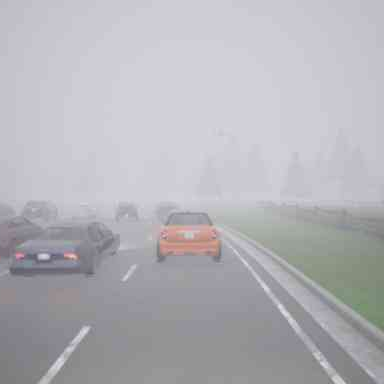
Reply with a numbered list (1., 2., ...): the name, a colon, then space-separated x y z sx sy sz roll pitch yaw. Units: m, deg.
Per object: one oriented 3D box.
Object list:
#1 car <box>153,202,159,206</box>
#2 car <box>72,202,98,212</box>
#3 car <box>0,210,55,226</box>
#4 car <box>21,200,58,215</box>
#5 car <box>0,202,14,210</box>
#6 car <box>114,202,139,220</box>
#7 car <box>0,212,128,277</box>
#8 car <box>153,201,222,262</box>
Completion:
1. car: -2.432 1.572 30.485 1.882 1.535 5.008 0 0 -12
2. car: -9.237 1.615 28.870 1.812 1.442 4.674 0 0 -12
3. car: -7.180 1.605 12.833 1.994 1.385 4.181 0 0 -3
4. car: -12.546 1.437 27.586 2.097 1.767 4.553 0 0 -12
5. car: -16.014 1.576 27.123 2.128 1.511 4.902 0 0 -12
6. car: -5.653 1.596 28.800 1.837 1.490 4.892 0 0 -12
7. car: -3.564 1.580 10.363 2.033 1.411 5.357 0 0 -2
8. car: -0.167 1.390 12.460 2.097 1.767 4.553 0 0 -2
